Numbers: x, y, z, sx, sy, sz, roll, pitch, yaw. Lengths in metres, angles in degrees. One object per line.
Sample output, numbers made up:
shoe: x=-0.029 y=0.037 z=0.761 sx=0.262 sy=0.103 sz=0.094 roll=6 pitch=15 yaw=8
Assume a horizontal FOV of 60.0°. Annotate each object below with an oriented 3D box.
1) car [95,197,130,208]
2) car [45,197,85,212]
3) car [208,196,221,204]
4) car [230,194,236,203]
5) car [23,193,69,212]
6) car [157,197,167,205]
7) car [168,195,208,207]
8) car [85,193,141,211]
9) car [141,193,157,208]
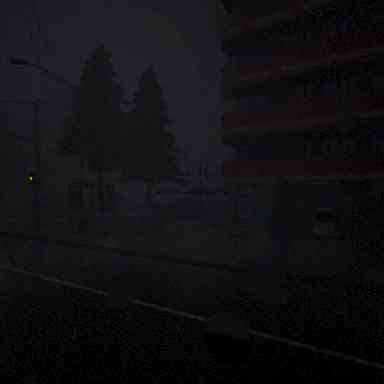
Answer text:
car: x=-11.068 y=1.470 z=46.660 sx=1.812 sy=1.442 sz=4.674 roll=0 pitch=0 yaw=37
car: x=-13.498 y=1.545 z=37.468 sx=1.895 sy=1.301 sz=4.718 roll=0 pitch=0 yaw=36
car: x=2.981 y=1.492 z=60.482 sx=5.357 sy=1.411 sz=2.033 roll=0 pitch=0 yaw=-32
car: x=8.927 y=1.166 z=55.780 sx=5.566 sy=2.045 sz=2.150 roll=0 pitch=0 yaw=-29
car: x=-16.741 y=1.166 z=38.942 sx=2.150 sy=2.045 sz=5.566 roll=0 pitch=0 yaw=36
car: x=-5.229 y=1.470 z=53.657 sx=4.674 sy=1.442 sz=1.812 roll=0 pitch=0 yaw=-45
car: x=-0.445 y=1.296 z=43.138 sx=2.097 sy=1.767 sz=4.553 roll=0 pitch=0 yaw=38
car: x=-8.858 y=1.166 z=37.646 sx=2.150 sy=2.045 sz=5.566 roll=0 pitch=0 yaw=35
car: x=-7.761 y=1.166 z=45.357 sx=2.150 sy=2.045 sz=5.566 roll=0 pitch=0 yaw=37
